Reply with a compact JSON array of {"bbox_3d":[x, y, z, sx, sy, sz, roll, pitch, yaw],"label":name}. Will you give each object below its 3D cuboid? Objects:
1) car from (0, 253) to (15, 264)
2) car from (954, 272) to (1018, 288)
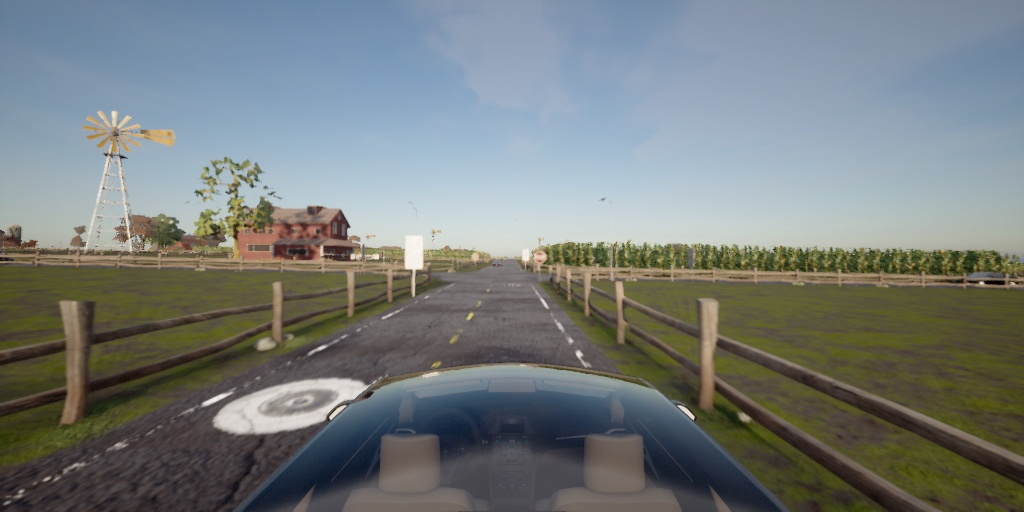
[{"bbox_3d":[-51.927,0.125,35.283,4.181,1.385,1.994,1,-1,0],"label":"car"},{"bbox_3d":[49.163,2.417,37.266,5.008,1.535,1.882,1,-1,0],"label":"car"}]
